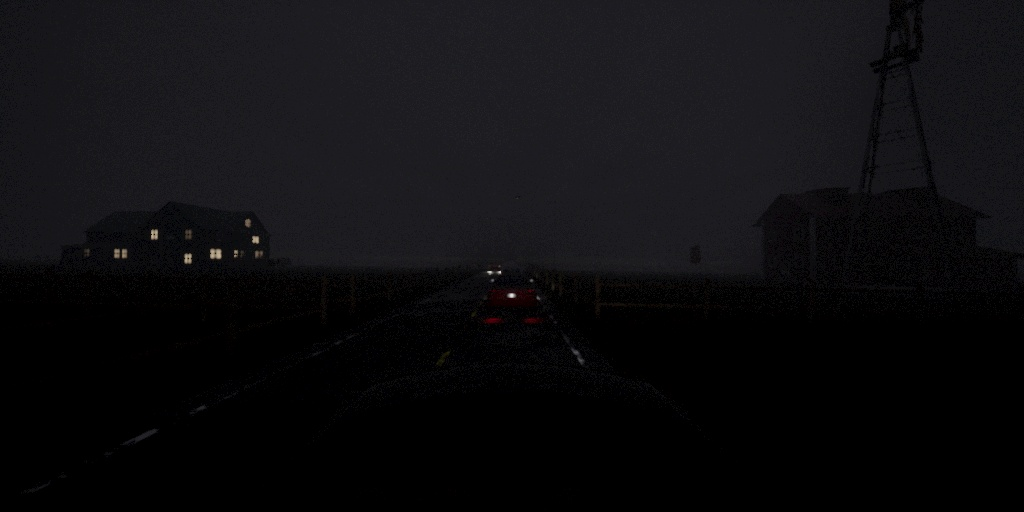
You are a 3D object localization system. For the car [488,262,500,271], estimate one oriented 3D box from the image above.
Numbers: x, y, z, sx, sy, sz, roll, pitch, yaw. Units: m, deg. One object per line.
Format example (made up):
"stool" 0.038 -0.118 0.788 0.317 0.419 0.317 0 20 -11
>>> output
"car" -2.880 1.740 61.477 2.097 1.767 4.553 0 -1 0

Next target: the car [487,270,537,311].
"car" 0.004 1.456 15.300 1.994 1.385 4.181 0 -1 0

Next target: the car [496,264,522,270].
"car" -0.019 1.614 30.348 1.994 1.385 4.181 0 -1 1
